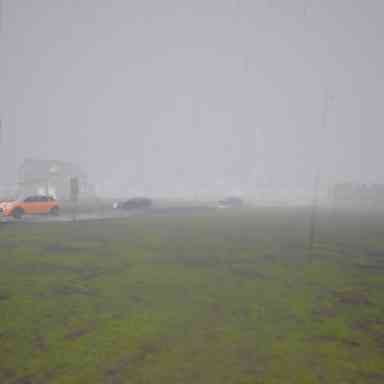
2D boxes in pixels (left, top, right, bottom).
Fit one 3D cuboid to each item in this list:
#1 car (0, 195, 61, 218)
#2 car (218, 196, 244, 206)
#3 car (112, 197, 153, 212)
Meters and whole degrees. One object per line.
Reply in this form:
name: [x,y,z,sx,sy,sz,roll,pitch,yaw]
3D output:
car: [-12.744,1.048,26.122,2.097,1.767,4.553,1,0,36]
car: [6.187,1.391,52.144,2.033,1.411,5.357,1,0,36]
car: [-6.240,1.231,35.106,2.128,1.511,4.902,1,1,36]
